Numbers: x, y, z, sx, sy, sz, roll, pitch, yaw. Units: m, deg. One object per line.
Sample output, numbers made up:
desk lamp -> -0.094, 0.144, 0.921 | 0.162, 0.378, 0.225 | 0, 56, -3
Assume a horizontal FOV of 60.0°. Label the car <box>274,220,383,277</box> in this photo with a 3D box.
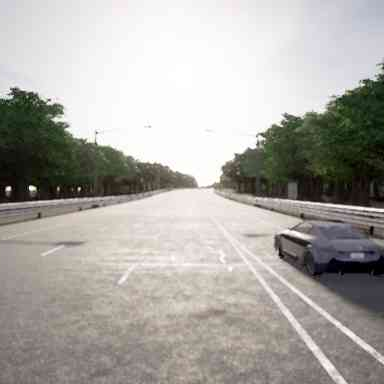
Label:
car -> 3.990, 1.541, 10.233 | 1.994, 1.385, 4.181 | 0, 0, -3
